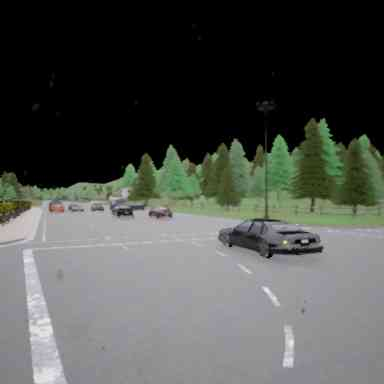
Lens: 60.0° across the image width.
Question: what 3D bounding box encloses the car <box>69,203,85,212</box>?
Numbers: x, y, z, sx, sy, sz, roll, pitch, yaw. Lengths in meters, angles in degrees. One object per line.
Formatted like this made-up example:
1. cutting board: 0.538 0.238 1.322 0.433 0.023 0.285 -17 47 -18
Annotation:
1. car: -20.339 2.883 59.377 1.895 1.301 4.718 0 -1 -24

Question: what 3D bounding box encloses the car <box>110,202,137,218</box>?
1. car: -8.756 2.366 41.856 1.882 1.535 5.008 0 -1 -24

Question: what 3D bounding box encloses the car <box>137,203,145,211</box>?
1. car: -10.279 2.794 62.571 1.882 1.535 5.008 0 -1 -24

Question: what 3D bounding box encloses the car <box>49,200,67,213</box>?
1. car: -23.224 2.605 57.483 2.097 1.767 4.553 0 -1 -24

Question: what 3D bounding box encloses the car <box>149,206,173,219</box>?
1. car: -3.699 2.340 39.018 1.812 1.442 4.674 0 -1 -24

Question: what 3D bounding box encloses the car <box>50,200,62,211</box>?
1. car: -27.145 2.668 66.203 2.150 2.045 5.566 0 -1 -24

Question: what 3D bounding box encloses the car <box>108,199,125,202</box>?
1. car: -13.714 2.534 61.720 2.150 2.045 5.566 0 -1 -23

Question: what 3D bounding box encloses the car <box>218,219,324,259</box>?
1. car: 3.027 1.830 14.015 2.033 1.411 5.357 0 -1 -22

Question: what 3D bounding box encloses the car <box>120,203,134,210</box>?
1. car: -13.877 3.091 70.799 1.895 1.301 4.718 0 -1 -24

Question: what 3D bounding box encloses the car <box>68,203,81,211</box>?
1. car: -24.052 2.993 67.862 2.128 1.511 4.902 0 -1 -24

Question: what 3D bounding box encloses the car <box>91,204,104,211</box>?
1. car: -17.632 2.875 61.987 2.033 1.411 5.357 0 -1 -23
